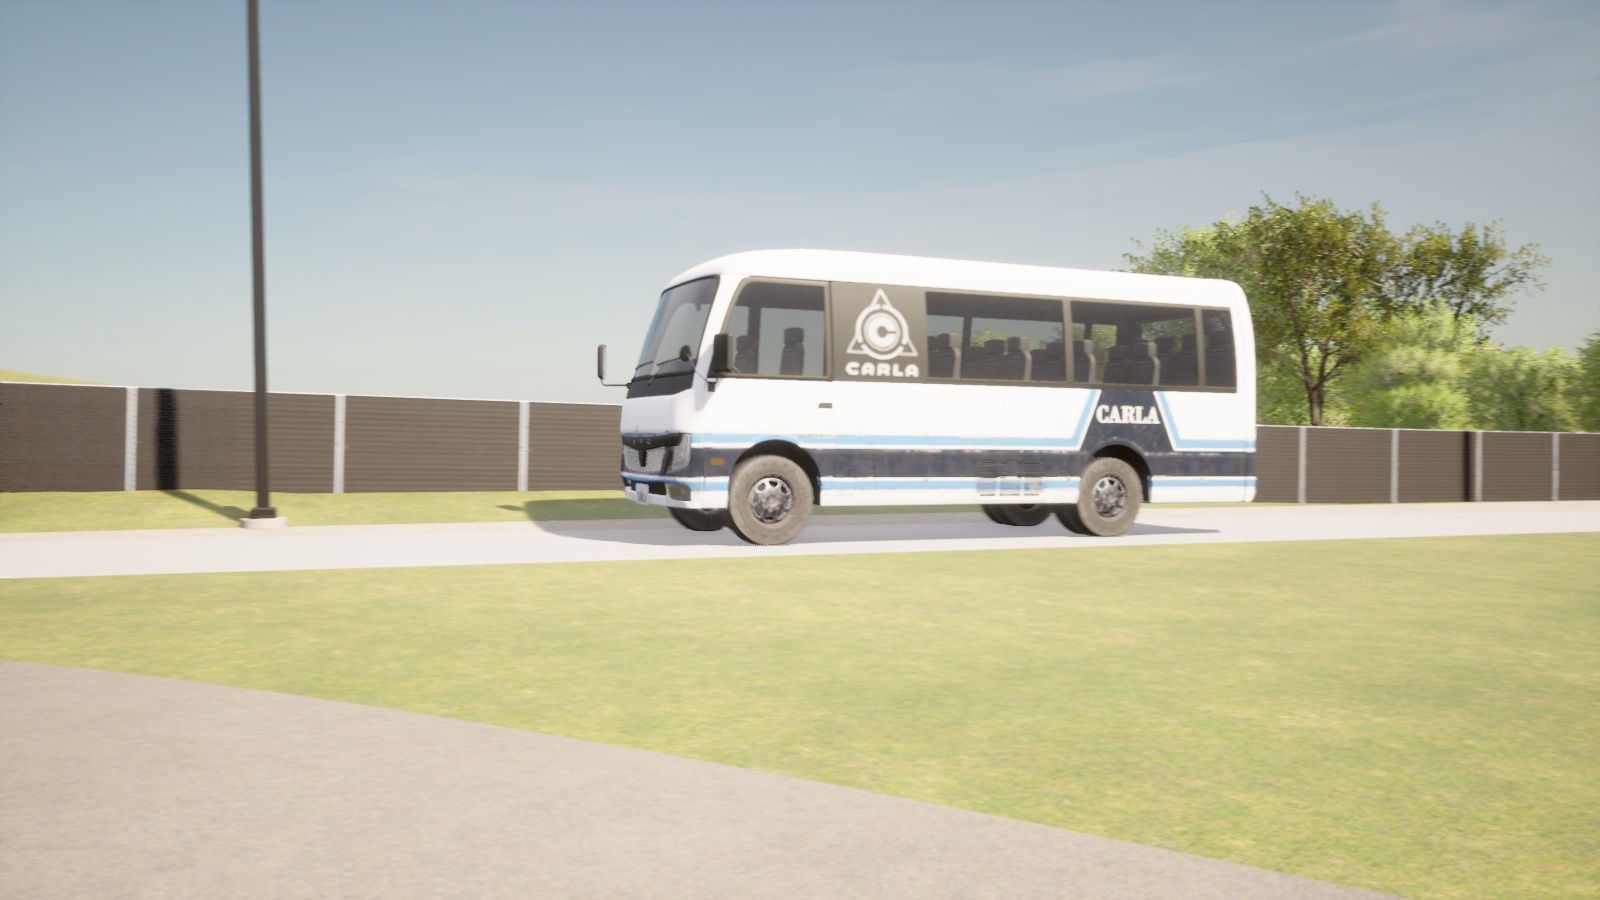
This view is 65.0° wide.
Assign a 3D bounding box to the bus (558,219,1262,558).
[{"bbox_3d":[1.774,-0.835,19.611,10.273,4.253,3.944,-1,1,-23],"label":"bus"}]
